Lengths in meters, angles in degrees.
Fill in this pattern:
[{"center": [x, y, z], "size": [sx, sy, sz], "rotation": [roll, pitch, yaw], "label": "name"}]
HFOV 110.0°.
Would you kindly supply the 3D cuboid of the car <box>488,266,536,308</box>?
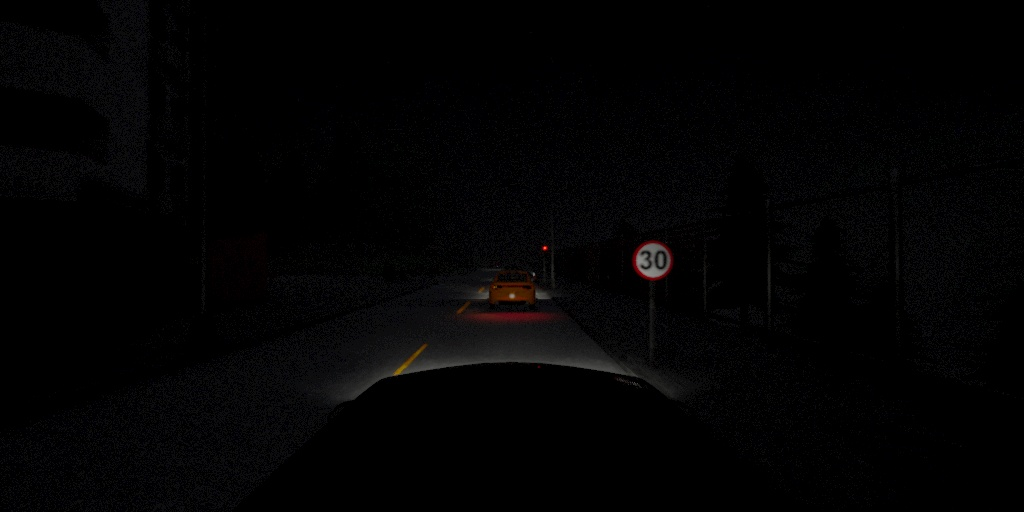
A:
[{"center": [0.027, 1.386, 16.090], "size": [1.882, 1.535, 5.008], "rotation": [0, 0, 0], "label": "car"}]
